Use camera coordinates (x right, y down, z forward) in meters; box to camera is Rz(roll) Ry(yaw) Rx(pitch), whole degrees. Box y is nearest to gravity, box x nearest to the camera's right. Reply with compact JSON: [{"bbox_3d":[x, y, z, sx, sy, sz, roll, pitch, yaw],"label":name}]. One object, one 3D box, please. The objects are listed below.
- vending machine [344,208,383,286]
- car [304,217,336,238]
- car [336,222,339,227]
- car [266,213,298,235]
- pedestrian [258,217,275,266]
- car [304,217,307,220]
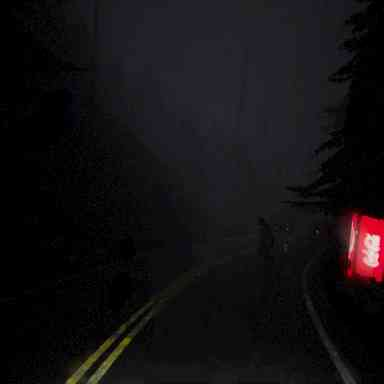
[{"bbox_3d":[5.320,1.613,10.031,1.100,2.100,0.880,5,3,20],"label":"vending machine"},{"bbox_3d":[11.836,3.326,30.612,1.837,1.490,4.892,0,-4,27],"label":"car"},{"bbox_3d":[17.062,4.097,41.311,1.837,1.490,4.892,0,-4,26],"label":"car"},{"bbox_3d":[8.844,3.028,32.262,2.150,2.045,5.566,0,-4,27],"label":"car"},{"bbox_3d":[2.667,1.755,11.998,0.375,1.860,0.375,-5,-1,21],"label":"pedestrian"},{"bbox_3d":[22.422,5.539,63.289,2.128,1.511,4.902,0,-4,11],"label":"car"}]
